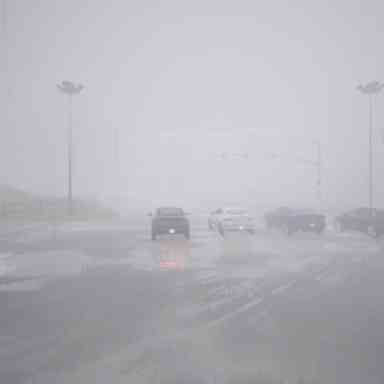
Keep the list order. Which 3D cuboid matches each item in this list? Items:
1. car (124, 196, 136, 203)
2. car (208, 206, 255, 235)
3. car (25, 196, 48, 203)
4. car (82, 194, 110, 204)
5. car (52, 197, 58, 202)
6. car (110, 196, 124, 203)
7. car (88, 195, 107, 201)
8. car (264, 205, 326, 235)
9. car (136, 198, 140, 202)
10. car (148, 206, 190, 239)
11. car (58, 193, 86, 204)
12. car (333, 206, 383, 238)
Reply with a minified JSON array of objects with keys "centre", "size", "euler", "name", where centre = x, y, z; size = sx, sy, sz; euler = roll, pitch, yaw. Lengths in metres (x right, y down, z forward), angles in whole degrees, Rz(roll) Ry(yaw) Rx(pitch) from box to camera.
[{"centre":[-15.518,1.607,72.926],"size":[5.357,1.411,2.033],"euler":[0,0,34],"name":"car"},{"centre":[2.133,1.531,18.764],"size":[1.812,1.442,4.674],"euler":[0,0,-8],"name":"car"},{"centre":[-32.897,1.576,70.188],"size":[5.008,1.535,1.882],"euler":[0,0,17],"name":"car"},{"centre":[-19.322,1.595,67.033],"size":[4.674,1.442,1.812],"euler":[0,0,34],"name":"car"},{"centre":[-27.896,1.536,72.046],"size":[4.892,1.490,1.837],"euler":[0,0,20],"name":"car"},{"centre":[-17.175,1.546,69.795],"size":[5.008,1.535,1.882],"euler":[0,0,34],"name":"car"},{"centre":[-23.045,1.558,81.380],"size":[4.181,1.385,1.994],"euler":[0,0,24],"name":"car"},{"centre":[5.633,1.476,18.916],"size":[1.882,1.535,5.008],"euler":[0,0,-8],"name":"car"},{"centre":[-14.239,1.661,76.310],"size":[4.718,1.301,1.895],"euler":[0,0,34],"name":"car"},{"centre":[-1.228,1.516,17.483],"size":[1.837,1.490,4.892],"euler":[0,0,-7],"name":"car"},{"centre":[-23.571,1.557,65.747],"size":[5.008,1.535,1.882],"euler":[0,0,31],"name":"car"},{"centre":[9.354,1.495,17.493],"size":[1.837,1.490,4.892],"euler":[0,0,-7],"name":"car"}]
